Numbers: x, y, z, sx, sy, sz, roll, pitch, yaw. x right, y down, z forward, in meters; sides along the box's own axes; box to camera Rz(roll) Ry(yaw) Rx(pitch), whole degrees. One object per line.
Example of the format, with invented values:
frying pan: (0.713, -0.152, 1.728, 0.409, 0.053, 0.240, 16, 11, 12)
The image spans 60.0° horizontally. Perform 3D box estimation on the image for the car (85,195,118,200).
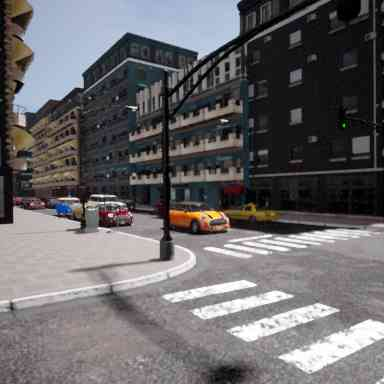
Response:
car: (-8.124, 1.300, 31.638, 2.150, 2.045, 5.566, -1, 2, -36)

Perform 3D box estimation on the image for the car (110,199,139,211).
car: (-8.646, 1.571, 42.339, 2.008, 1.369, 4.403, -1, 1, -36)

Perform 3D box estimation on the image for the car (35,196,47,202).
car: (-37.609, 1.718, 82.861, 1.887, 1.381, 4.507, -1, 1, -36)

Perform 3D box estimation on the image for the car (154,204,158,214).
car: (-2.211, 1.431, 33.333, 1.967, 1.590, 4.097, -1, 1, -36)

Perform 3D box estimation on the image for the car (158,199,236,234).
car: (0.180, 1.402, 20.038, 2.097, 1.767, 4.553, -1, 0, -36)

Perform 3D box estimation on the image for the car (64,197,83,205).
car: (-21.518, 1.635, 60.349, 2.008, 1.369, 4.403, -1, 1, -36)

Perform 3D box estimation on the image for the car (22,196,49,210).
car: (-21.901, 1.623, 46.471, 1.967, 1.590, 4.097, -1, 1, -36)

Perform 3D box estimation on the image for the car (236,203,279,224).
car: (4.128, 1.488, 24.468, 1.752, 1.417, 4.829, -1, 1, -36)

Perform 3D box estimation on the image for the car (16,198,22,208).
car: (-25.117, 1.764, 50.974, 1.947, 1.339, 4.313, -1, 1, -36)

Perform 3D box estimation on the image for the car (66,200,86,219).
car: (-8.928, 1.647, 28.324, 1.752, 1.417, 4.829, -1, 1, -36)

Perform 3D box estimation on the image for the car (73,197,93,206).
car: (-18.300, 1.633, 55.846, 1.947, 1.339, 4.313, -1, 1, -36)

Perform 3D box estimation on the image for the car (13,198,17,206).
car: (-31.554, 1.777, 59.979, 1.887, 1.381, 4.507, -1, 1, -36)

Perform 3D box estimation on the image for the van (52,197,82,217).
van: (-12.248, 1.478, 32.963, 1.690, 1.788, 3.998, -1, 1, -36)

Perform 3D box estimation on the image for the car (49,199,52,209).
car: (-20.329, 1.691, 48.896, 2.033, 1.411, 5.357, -1, 0, -35)

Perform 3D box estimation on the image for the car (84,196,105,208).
car: (-15.084, 1.492, 51.343, 1.967, 1.590, 4.097, -1, 1, -36)

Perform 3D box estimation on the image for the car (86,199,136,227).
car: (-5.810, 1.547, 23.960, 1.967, 1.590, 4.097, -1, 1, -36)
